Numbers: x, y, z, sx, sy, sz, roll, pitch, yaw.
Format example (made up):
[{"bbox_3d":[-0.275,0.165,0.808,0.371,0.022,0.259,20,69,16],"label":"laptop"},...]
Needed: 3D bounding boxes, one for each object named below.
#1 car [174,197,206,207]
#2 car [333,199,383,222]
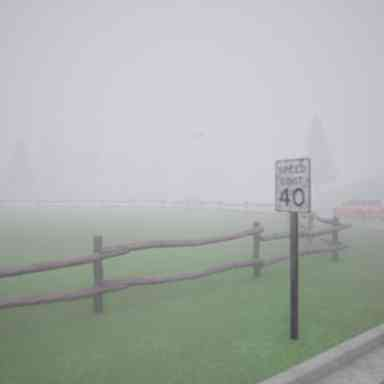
[{"bbox_3d":[-0.334,1.431,49.166,5.008,1.535,1.882,0,0,28],"label":"car"},{"bbox_3d":[13.067,1.308,26.115,2.097,1.767,4.553,0,0,-7],"label":"car"}]
